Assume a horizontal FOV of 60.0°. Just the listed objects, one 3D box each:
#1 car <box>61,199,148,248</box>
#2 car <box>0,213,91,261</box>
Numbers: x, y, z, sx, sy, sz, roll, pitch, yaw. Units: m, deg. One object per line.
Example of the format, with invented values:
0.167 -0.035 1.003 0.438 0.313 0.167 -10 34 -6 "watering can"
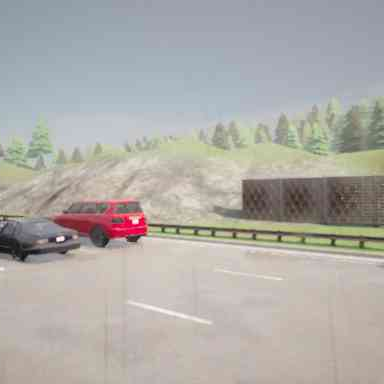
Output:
-4.598 1.365 15.755 5.566 2.045 2.150 0 0 35 "car"
-6.557 1.686 12.854 5.357 1.411 2.033 -1 0 35 "car"
